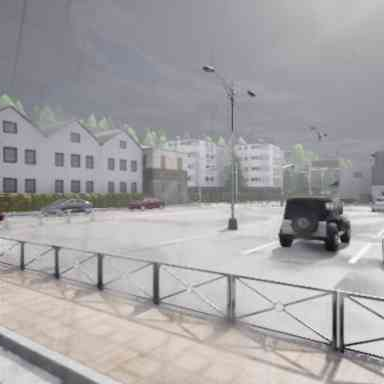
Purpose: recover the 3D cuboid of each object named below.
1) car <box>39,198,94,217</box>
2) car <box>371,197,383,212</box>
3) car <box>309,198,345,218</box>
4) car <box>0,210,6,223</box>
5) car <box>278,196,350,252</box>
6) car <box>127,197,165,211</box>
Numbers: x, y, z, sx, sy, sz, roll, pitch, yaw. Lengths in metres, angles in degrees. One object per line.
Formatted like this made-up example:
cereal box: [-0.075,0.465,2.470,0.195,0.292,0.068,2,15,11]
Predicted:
car: [-11.054,1.327,29.504,2.128,1.511,4.902,0,0,35]
car: [19.018,1.238,32.929,1.970,1.475,3.806,0,0,35]
car: [11.966,1.307,29.272,2.007,1.523,4.514,0,0,35]
car: [-13.844,1.309,19.820,1.882,1.535,5.008,-1,-1,34]
car: [4.664,1.081,12.548,1.905,1.878,3.866,0,0,35]
car: [-5.136,1.314,37.864,1.882,1.535,5.008,0,0,35]
